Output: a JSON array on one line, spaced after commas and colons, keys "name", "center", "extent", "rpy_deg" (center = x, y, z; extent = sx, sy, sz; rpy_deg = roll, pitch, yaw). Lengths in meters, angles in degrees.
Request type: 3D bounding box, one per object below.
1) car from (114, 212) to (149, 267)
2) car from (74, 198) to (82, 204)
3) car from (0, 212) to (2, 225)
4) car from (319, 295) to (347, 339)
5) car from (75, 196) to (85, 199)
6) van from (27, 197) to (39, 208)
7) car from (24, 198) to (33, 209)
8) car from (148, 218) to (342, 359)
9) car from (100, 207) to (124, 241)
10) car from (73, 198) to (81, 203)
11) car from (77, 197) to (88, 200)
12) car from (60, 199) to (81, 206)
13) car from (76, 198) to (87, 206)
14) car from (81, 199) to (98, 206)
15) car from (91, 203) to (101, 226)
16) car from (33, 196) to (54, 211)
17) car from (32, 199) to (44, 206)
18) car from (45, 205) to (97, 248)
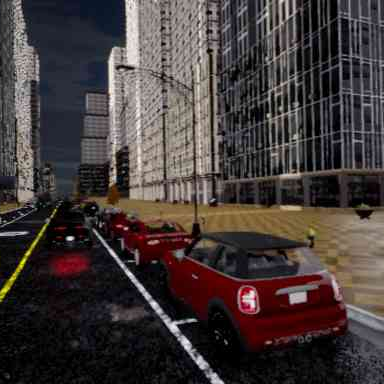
[{"name": "car", "center": [-1.322, 1.570, 11.498], "extent": [1.887, 1.381, 4.507], "rpy_deg": [-1, 0, -21]}, {"name": "car", "center": [-27.639, 2.153, 80.611], "extent": [1.802, 1.307, 4.206], "rpy_deg": [-1, 0, -21]}, {"name": "car", "center": [-15.234, 1.849, 24.485], "extent": [1.887, 1.381, 4.507], "rpy_deg": [-1, 0, -21]}, {"name": "car", "center": [2.727, 1.496, 0.865], "extent": [2.008, 1.369, 4.403], "rpy_deg": [-1, 0, -21]}, {"name": "car", "center": [-19.545, 1.712, 59.346], "extent": [2.192, 1.841, 5.009], "rpy_deg": [-1, 0, -21]}, {"name": "van", "center": [-29.408, 1.939, 61.702], "extent": [1.690, 1.788, 3.998], "rpy_deg": [-1, 0, -21]}, {"name": "car", "center": [-27.380, 2.106, 56.384], "extent": [2.008, 1.369, 4.403], "rpy_deg": [-1, 0, -21]}, {"name": "car", "center": [0.701, 1.425, 6.181], "extent": [1.967, 1.590, 4.097], "rpy_deg": [-1, 0, -21]}, {"name": "car", "center": [-3.346, 1.647, 16.814], "extent": [1.802, 1.307, 4.206], "rpy_deg": [-1, 0, -21]}, {"name": "car", "center": [-29.664, 2.160, 85.927], "extent": [1.887, 1.381, 4.507], "rpy_deg": [-1, 0, -21]}, {"name": "car", "center": [-15.554, 1.840, 48.871], "extent": [1.752, 1.417, 4.829], "rpy_deg": [-1, 0, -21]}, {"name": "car", "center": [-12.706, 1.761, 34.054], "extent": [1.837, 1.490, 4.892], "rpy_deg": [-1, 1, -21]}, {"name": "car", "center": [-21.566, 1.985, 64.662], "extent": [1.887, 1.381, 4.507], "rpy_deg": [-1, 0, -21]}, {"name": "car", "center": [-11.444, 1.795, 38.079], "extent": [1.947, 1.339, 4.313], "rpy_deg": [-1, 0, -21]}, {"name": "car", "center": [-5.371, 1.656, 22.130], "extent": [2.008, 1.369, 4.403], "rpy_deg": [-1, 0, -21]}, {"name": "car", "center": [-22.240, 1.671, 50.409], "extent": [2.150, 2.045, 5.566], "rpy_deg": [-1, 0, -21]}, {"name": "car", "center": [-33.454, 2.236, 72.334], "extent": [2.008, 1.369, 4.403], "rpy_deg": [-1, 0, -21]}, {"name": "car", "center": [-5.736, 1.620, 15.626], "extent": [1.837, 1.490, 4.892], "rpy_deg": [-1, 0, -20]}]
